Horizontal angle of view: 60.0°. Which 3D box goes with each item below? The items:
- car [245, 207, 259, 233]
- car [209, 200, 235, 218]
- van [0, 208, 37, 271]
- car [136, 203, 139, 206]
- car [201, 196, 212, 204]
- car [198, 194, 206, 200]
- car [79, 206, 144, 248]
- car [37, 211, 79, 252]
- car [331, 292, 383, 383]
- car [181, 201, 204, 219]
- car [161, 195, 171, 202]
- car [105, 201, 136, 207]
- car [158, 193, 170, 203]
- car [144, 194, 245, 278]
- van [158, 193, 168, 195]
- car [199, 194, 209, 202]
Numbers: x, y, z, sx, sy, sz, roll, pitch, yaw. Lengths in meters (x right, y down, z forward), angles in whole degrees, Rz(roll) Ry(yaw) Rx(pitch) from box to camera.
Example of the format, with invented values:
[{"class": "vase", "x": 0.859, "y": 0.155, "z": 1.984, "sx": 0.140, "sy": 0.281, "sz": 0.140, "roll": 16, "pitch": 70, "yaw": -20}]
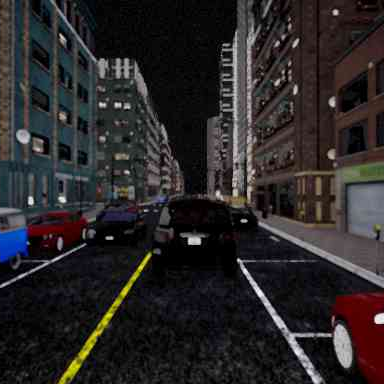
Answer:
[{"class": "car", "x": 2.690, "y": 1.528, "z": 19.247, "sx": 1.947, "sy": 1.339, "sz": 4.313, "roll": 0, "pitch": 0, "yaw": 0}, {"class": "car", "x": 2.686, "y": 1.508, "z": 30.295, "sx": 1.947, "sy": 1.339, "sz": 4.313, "roll": 0, "pitch": 0, "yaw": 0}, {"class": "van", "x": -5.684, "y": 1.324, "z": 8.209, "sx": 1.690, "sy": 1.788, "sz": 3.998, "roll": 0, "pitch": 0, "yaw": 0}, {"class": "car", "x": -5.695, "y": 1.524, "z": 30.303, "sx": 1.802, "sy": 1.307, "sz": 4.206, "roll": 0, "pitch": 0, "yaw": 0}, {"class": "car", "x": 2.673, "y": 1.477, "z": 62.700, "sx": 1.802, "sy": 1.307, "sz": 4.206, "roll": 0, "pitch": 0, "yaw": 0}, {"class": "car", "x": 2.662, "y": 1.305, "z": 90.338, "sx": 1.967, "sy": 1.590, "sz": 4.097, "roll": 0, "pitch": 0, "yaw": 0}, {"class": "car", "x": -3.103, "y": 1.535, "z": 14.462, "sx": 1.994, "sy": 1.385, "sz": 4.181, "roll": 0, "pitch": 0, "yaw": 0}, {"class": "car", "x": -5.688, "y": 1.517, "z": 13.733, "sx": 1.887, "sy": 1.381, "sz": 4.507, "roll": 0, "pitch": 0, "yaw": 0}, {"class": "car", "x": 2.697, "y": 1.539, "z": 2.677, "sx": 1.887, "sy": 1.381, "sz": 4.507, "roll": 0, "pitch": 0, "yaw": 0}, {"class": "car", "x": 0.082, "y": 1.544, "z": 29.717, "sx": 1.895, "sy": 1.301, "sz": 4.718, "roll": 0, "pitch": 0, "yaw": 0}, {"class": "car", "x": -5.713, "y": 1.426, "z": 73.754, "sx": 1.887, "sy": 1.381, "sz": 4.507, "roll": 0, "pitch": 0, "yaw": 0}, {"class": "car", "x": -5.693, "y": 1.518, "z": 24.780, "sx": 1.947, "sy": 1.339, "sz": 4.313, "roll": 0, "pitch": 0, "yaw": 0}, {"class": "car", "x": -5.709, "y": 1.203, "z": 68.225, "sx": 2.192, "sy": 1.841, "sz": 5.009, "roll": 0, "pitch": 0, "yaw": 0}, {"class": "car", "x": 0.074, "y": 1.201, "z": 10.198, "sx": 2.150, "sy": 2.045, "sz": 5.566, "roll": 0, "pitch": 0, "yaw": 0}, {"class": "van", "x": -5.707, "y": 1.236, "z": 62.697, "sx": 1.690, "sy": 1.788, "sz": 3.998, "roll": 0, "pitch": 0, "yaw": 0}, {"class": "car", "x": 2.669, "y": 1.322, "z": 73.756, "sx": 1.967, "sy": 1.590, "sz": 4.097, "roll": 0, "pitch": 0, "yaw": 0}]
